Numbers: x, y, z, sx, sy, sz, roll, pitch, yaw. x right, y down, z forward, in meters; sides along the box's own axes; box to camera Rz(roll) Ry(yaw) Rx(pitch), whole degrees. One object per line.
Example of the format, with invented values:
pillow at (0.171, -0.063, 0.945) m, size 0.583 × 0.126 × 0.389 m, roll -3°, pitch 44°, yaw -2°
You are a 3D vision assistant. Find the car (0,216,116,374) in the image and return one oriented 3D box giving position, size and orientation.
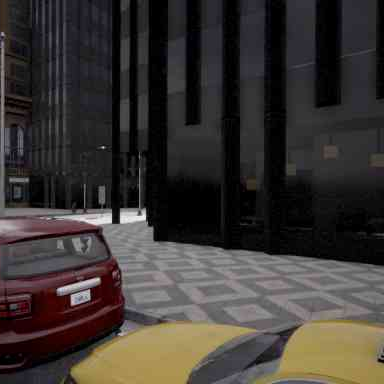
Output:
car at (-3.242, 1.314, 5.271) m, size 5.009 × 1.841 × 2.192 m, roll 0°, pitch 0°, yaw 36°

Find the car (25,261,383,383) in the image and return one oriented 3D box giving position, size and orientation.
car at (1.037, 1.525, 2.220) m, size 4.829 × 1.417 × 1.752 m, roll 0°, pitch 0°, yaw 36°
